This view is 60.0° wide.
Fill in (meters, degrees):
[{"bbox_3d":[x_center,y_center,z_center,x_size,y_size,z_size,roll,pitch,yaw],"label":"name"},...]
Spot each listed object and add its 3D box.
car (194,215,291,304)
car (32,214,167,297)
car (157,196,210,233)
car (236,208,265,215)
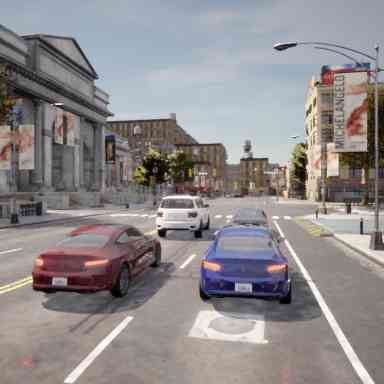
[{"bbox_3d":[1.307,1.526,8.152,1.812,1.442,4.674,0,0,10],"label":"car"},{"bbox_3d":[-2.133,1.526,8.548,1.812,1.442,4.674,0,0,9],"label":"car"},{"bbox_3d":[-0.344,1.221,18.071,2.150,2.045,5.566,0,0,9],"label":"car"},{"bbox_3d":[3.077,1.547,17.515,2.033,1.411,5.357,0,0,11],"label":"car"}]
